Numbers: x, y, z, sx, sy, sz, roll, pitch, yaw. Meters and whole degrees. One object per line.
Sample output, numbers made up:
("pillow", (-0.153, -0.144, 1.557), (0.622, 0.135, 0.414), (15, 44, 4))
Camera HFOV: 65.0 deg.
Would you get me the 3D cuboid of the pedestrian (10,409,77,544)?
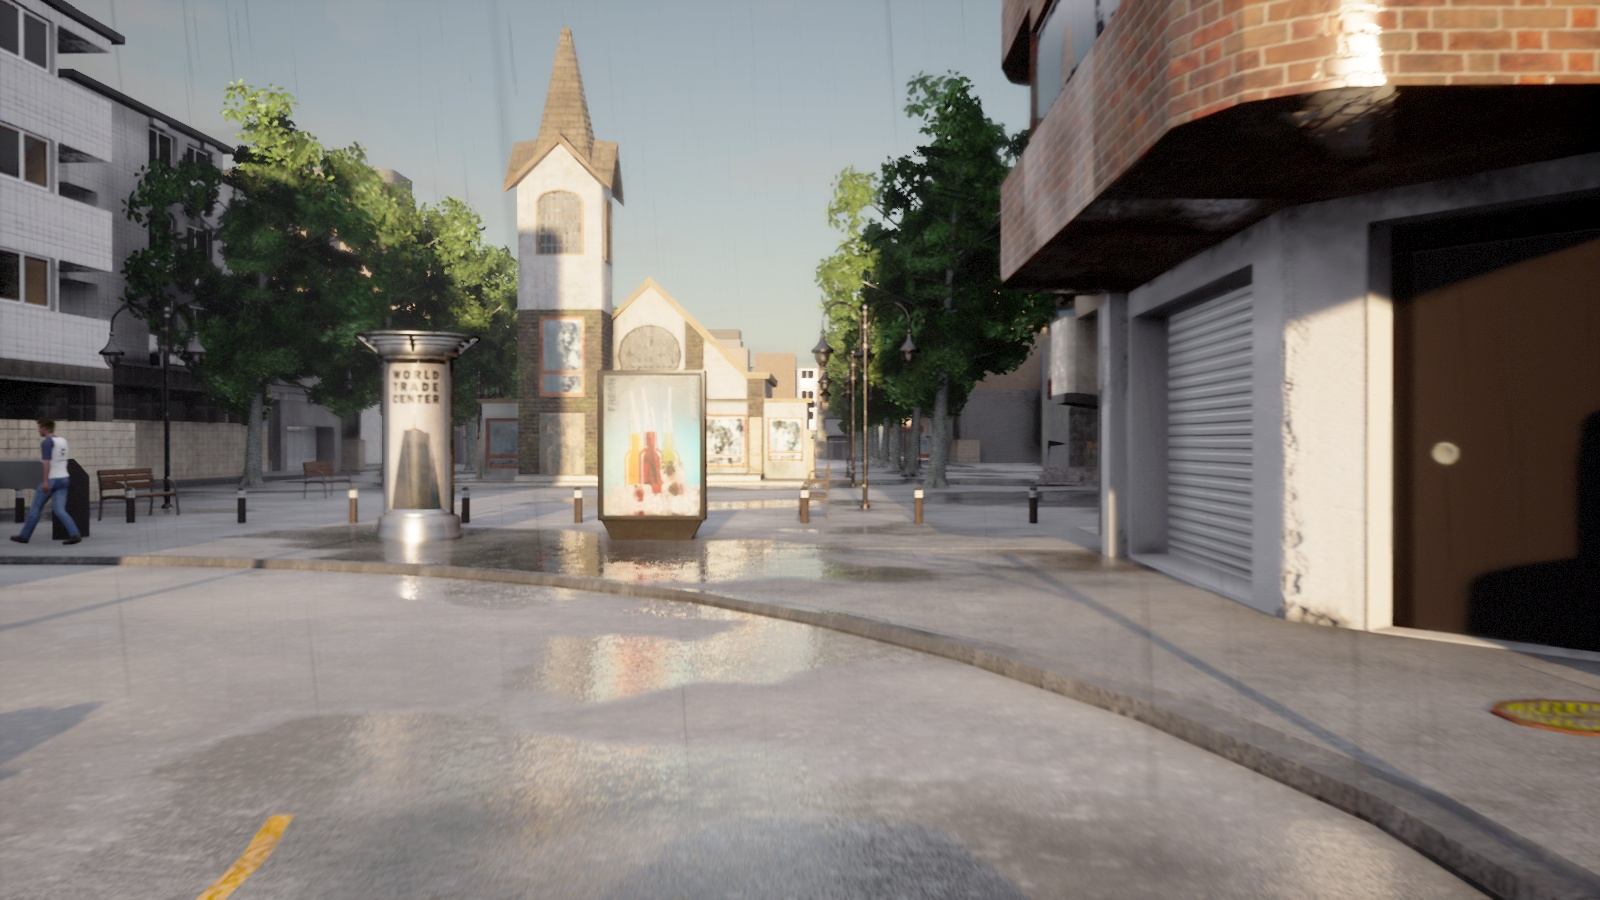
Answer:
("pedestrian", (-10.366, 0.356, 17.213), (0.706, 1.836, 0.354), (0, 0, 6))
